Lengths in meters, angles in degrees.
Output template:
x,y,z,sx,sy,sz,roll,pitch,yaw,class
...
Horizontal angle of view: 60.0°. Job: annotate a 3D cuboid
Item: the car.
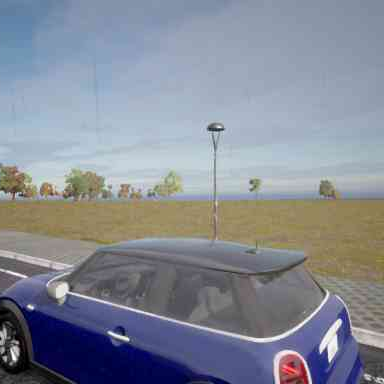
x,y,z,sx,sy,sz,roll,pitch,yaw,class
-0.516,1.353,4.096,4.553,1.767,2.097,0,0,36,car
